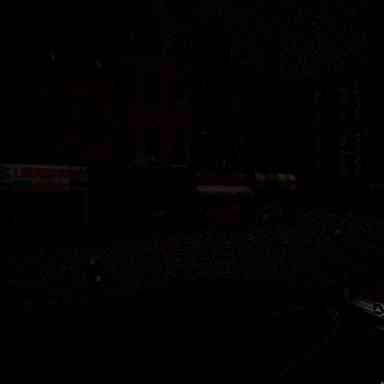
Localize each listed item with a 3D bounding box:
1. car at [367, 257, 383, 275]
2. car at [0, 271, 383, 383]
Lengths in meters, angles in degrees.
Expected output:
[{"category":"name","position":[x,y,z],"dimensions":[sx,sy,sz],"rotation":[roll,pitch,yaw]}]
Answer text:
[{"category":"car","position":[4.301,1.572,5.879],"dimensions":[4.206,1.307,1.802],"rotation":[0,0,-35]},{"category":"car","position":[-0.138,1.564,2.714],"dimensions":[4.313,1.339,1.947],"rotation":[0,0,-35]}]
